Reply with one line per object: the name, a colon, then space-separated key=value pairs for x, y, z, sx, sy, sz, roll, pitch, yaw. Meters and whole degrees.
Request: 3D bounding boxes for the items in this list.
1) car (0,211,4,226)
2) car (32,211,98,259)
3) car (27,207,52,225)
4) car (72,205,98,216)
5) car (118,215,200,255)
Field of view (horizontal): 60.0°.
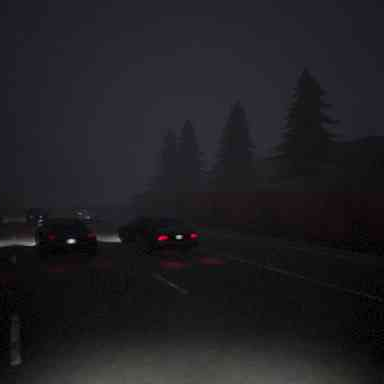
car: x=-15.198 y=1.855 z=24.834 sx=1.895 sy=1.301 sz=4.718 roll=0 pitch=-1 yaw=-26
car: x=-5.140 y=1.706 z=13.399 sx=1.994 sy=1.385 sz=4.181 roll=0 pitch=-1 yaw=-28
car: x=-12.110 y=1.876 z=26.482 sx=1.895 sy=1.301 sz=4.718 roll=0 pitch=-1 yaw=-26
car: x=-9.297 y=1.828 z=28.731 sx=1.812 sy=1.442 sz=4.674 roll=0 pitch=0 yaw=-26
car: x=-1.635 y=1.702 z=14.245 sx=2.033 sy=1.411 sz=5.357 roll=0 pitch=-1 yaw=-28
